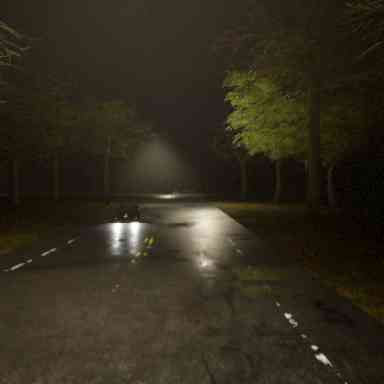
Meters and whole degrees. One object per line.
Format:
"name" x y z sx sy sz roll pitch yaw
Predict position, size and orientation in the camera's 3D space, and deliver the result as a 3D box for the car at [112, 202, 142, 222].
"car" -4.885 1.499 25.362 1.994 1.385 4.181 0 0 -7
